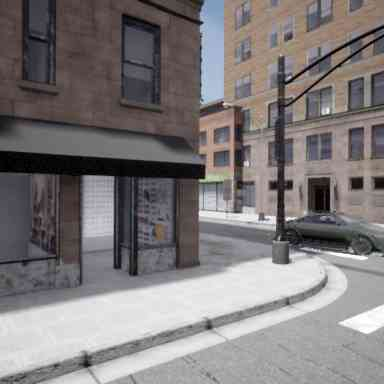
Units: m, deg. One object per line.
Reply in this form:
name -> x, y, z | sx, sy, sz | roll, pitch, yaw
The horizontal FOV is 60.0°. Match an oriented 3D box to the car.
car -> 5.647, 1.522, 13.029 | 1.994, 1.385, 4.181 | 0, 0, -45
